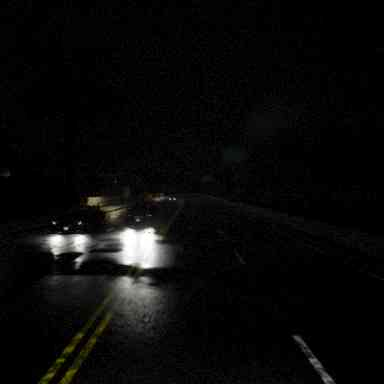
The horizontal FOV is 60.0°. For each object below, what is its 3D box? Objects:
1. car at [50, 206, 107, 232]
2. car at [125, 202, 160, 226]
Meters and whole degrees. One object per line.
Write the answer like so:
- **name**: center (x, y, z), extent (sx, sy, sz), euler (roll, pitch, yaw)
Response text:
- **car**: center (-6.607, 1.537, 20.102), extent (2.033, 1.411, 5.357), euler (0, 0, 0)
- **car**: center (-3.351, 1.479, 23.068), extent (2.128, 1.511, 4.902), euler (0, 0, 0)
